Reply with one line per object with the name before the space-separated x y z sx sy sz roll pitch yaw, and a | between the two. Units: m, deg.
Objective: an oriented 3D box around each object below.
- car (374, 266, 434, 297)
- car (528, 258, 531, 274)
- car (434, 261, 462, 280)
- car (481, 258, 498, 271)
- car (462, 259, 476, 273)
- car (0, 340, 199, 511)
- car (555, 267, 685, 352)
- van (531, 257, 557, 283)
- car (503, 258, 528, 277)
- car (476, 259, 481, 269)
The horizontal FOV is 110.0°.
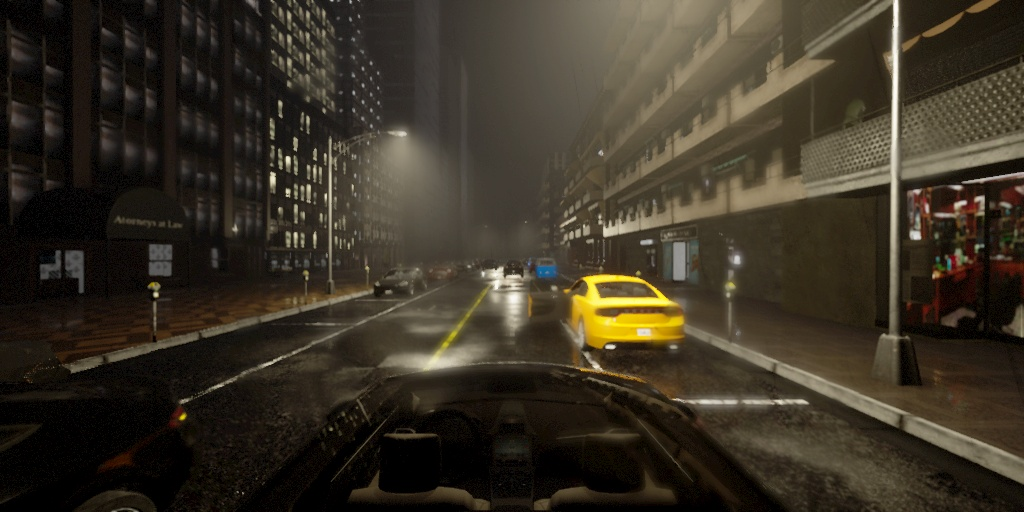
car | -5.641 1.283 18.607 1.948 1.339 4.313 0 0 0
car | 2.808 1.233 40.672 1.888 1.381 4.507 0 0 0
car | -5.607 1.140 29.653 1.967 1.591 4.097 0 0 0
car | -2.863 1.160 47.732 1.882 1.535 5.008 0 0 0
car | -5.573 1.237 40.697 2.007 1.370 4.403 0 0 0
car | -3.104 1.277 0.619 1.812 1.442 4.674 0 0 0
car | 2.382 1.213 8.912 1.882 1.535 5.008 0 0 0
van | 2.774 1.042 29.627 1.690 1.789 3.998 0 0 0
car | 0.161 1.186 33.957 2.128 1.511 4.902 0 0 1
car | -5.556 1.232 46.221 2.007 1.370 4.403 0 0 0
